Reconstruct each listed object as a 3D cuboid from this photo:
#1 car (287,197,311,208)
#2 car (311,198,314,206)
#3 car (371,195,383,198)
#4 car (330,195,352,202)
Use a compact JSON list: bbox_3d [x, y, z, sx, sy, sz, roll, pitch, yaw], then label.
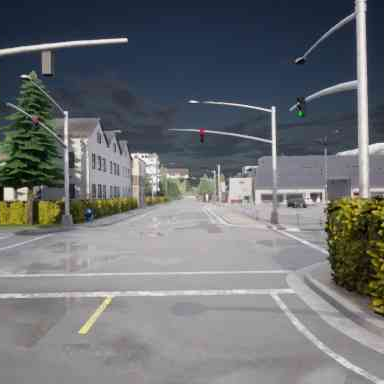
[{"bbox_3d":[15.425,1.629,49.149,2.007,1.523,4.514,-1,-1,0],"label":"car"},{"bbox_3d":[19.070,1.573,56.208,1.970,1.475,3.806,-1,-1,0],"label":"car"},{"bbox_3d":[19.117,1.183,31.282,1.905,1.878,3.866,-1,-1,0],"label":"car"},{"bbox_3d":[25.484,1.398,56.548,2.152,1.636,5.027,-1,-1,0],"label":"car"}]
